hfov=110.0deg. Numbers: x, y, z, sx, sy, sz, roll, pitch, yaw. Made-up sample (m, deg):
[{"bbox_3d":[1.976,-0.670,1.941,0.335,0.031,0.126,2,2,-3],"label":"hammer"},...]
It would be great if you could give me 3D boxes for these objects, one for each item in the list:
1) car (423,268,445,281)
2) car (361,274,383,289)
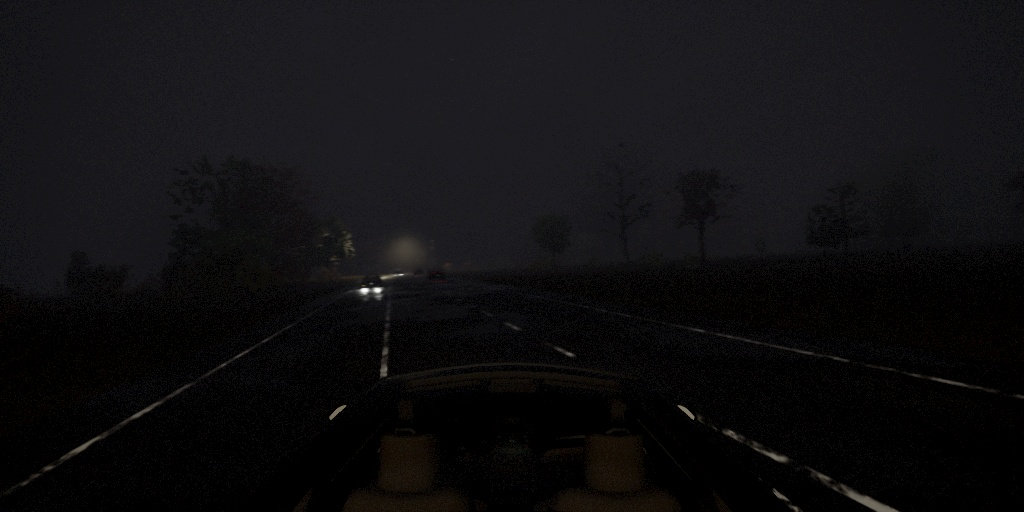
[{"bbox_3d":[-9.492,2.194,44.396,1.882,1.535,5.008,-4,0,-19],"label":"car"},{"bbox_3d":[-14.250,2.543,36.599,1.994,1.385,4.181,-4,0,-19],"label":"car"}]
